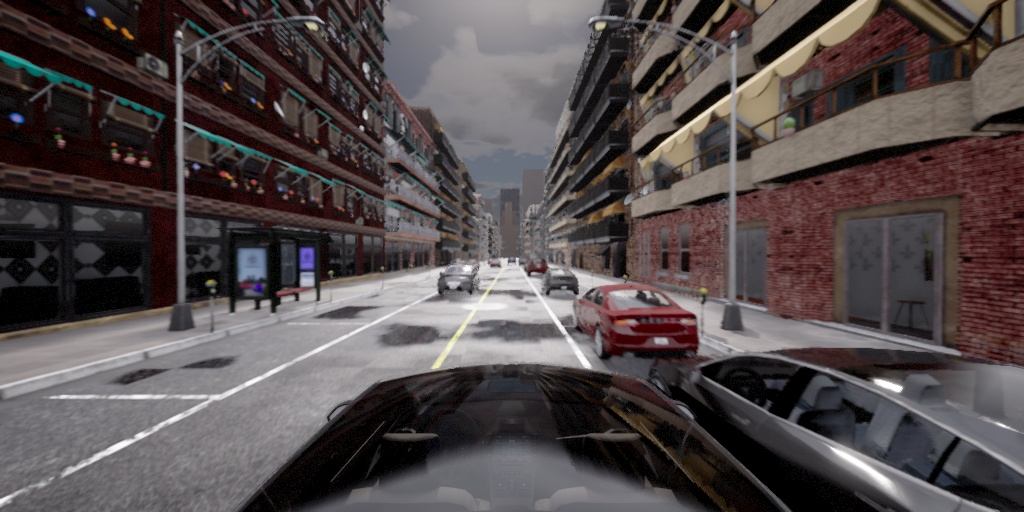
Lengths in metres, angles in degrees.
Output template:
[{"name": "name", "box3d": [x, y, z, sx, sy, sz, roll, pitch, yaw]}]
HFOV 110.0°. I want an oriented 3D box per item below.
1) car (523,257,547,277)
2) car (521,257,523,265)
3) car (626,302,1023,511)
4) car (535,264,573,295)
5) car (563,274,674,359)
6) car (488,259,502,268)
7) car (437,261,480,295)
[{"name": "car", "box3d": [2.549, 1.085, 36.611, 2.192, 1.841, 5.009, 0, 0, 0]}, {"name": "car", "box3d": [2.563, 1.219, 47.939, 1.967, 1.591, 4.097, 0, 0, 0]}, {"name": "car", "box3d": [2.530, 1.316, 2.624, 1.948, 1.339, 4.313, 0, 0, 0]}, {"name": "car", "box3d": [2.528, 1.310, 19.618, 2.007, 1.370, 4.403, 0, 0, 0]}, {"name": "car", "box3d": [2.530, 1.298, 8.289, 1.888, 1.381, 4.507, 0, 0, 0]}, {"name": "car", "box3d": [-2.795, 1.270, 61.451, 1.882, 1.535, 5.008, 0, 0, 1]}, {"name": "car", "box3d": [-2.853, 1.251, 19.884, 2.128, 1.511, 4.902, 0, 0, 0]}]
